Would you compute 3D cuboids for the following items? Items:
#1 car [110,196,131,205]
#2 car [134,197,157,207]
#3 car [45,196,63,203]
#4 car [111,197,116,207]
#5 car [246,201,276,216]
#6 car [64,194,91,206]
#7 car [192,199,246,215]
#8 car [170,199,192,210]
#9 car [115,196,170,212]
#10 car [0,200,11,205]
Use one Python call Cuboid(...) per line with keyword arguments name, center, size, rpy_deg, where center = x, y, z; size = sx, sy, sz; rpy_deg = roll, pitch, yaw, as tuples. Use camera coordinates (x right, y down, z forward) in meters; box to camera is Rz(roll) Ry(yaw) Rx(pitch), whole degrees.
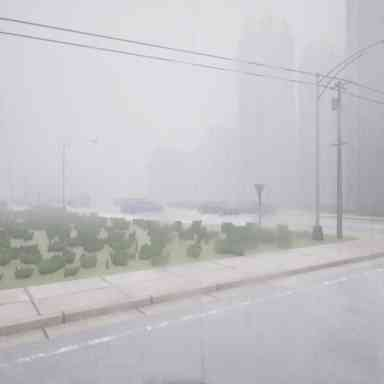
Cuboid(name="car", center=(-13.040, 1.476, 60.223), size=(1.882, 1.535, 5.008), rpy_deg=(0, 0, -34))
Cuboid(name="car", center=(-7.377, 1.562, 52.025), size=(1.994, 1.385, 4.181), rpy_deg=(0, 0, -33))
Cuboid(name="car", center=(-26.749, 1.504, 65.986), size=(4.193, 1.474, 1.816), rpy_deg=(0, 0, -34))
Cuboid(name="car", center=(-10.201, 1.476, 49.796), size=(1.882, 1.535, 5.008), rpy_deg=(0, 0, -34))
Cuboid(name="car", center=(6.139, 1.562, 32.314), size=(1.994, 1.385, 4.181), rpy_deg=(0, 0, -35))
Cuboid(name="car", center=(-18.736, 1.311, 55.129), size=(3.866, 1.878, 1.905), rpy_deg=(0, 0, -34))
Cuboid(name="car", center=(2.429, 1.476, 31.206), size=(1.882, 1.535, 5.008), rpy_deg=(0, 0, -34))
Cuboid(name="car", center=(-1.545, 1.599, 43.542), size=(1.895, 1.301, 4.718), rpy_deg=(0, 0, -34))
Cuboid(name="car", center=(-5.193, 1.479, 35.065), size=(4.611, 1.667, 2.242), rpy_deg=(0, 0, -34))
Cuboid(name="car", center=(-24.020, 1.310, 39.268), size=(4.605, 1.855, 1.932), rpy_deg=(0, 0, -34))
